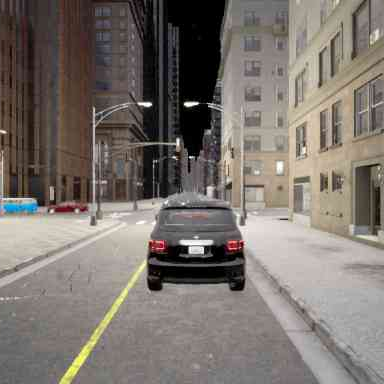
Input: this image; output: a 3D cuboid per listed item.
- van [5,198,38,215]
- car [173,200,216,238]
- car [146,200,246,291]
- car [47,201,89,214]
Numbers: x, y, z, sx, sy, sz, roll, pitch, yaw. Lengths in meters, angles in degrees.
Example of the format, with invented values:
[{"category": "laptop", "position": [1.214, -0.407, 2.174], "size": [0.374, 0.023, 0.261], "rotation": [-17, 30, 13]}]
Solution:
[{"category": "van", "position": [-19.590, 1.589, 37.489], "size": [3.998, 1.788, 1.690], "rotation": [-1, 0, 0]}, {"category": "car", "position": [0.103, 1.356, 18.591], "size": [2.097, 1.767, 4.553], "rotation": [0, 0, 0]}, {"category": "car", "position": [0.103, 1.223, 9.142], "size": [2.150, 2.045, 5.566], "rotation": [0, 0, 0]}, {"category": "car", "position": [-13.964, 1.724, 37.467], "size": [4.507, 1.381, 1.887], "rotation": [-1, 0, 0]}]
